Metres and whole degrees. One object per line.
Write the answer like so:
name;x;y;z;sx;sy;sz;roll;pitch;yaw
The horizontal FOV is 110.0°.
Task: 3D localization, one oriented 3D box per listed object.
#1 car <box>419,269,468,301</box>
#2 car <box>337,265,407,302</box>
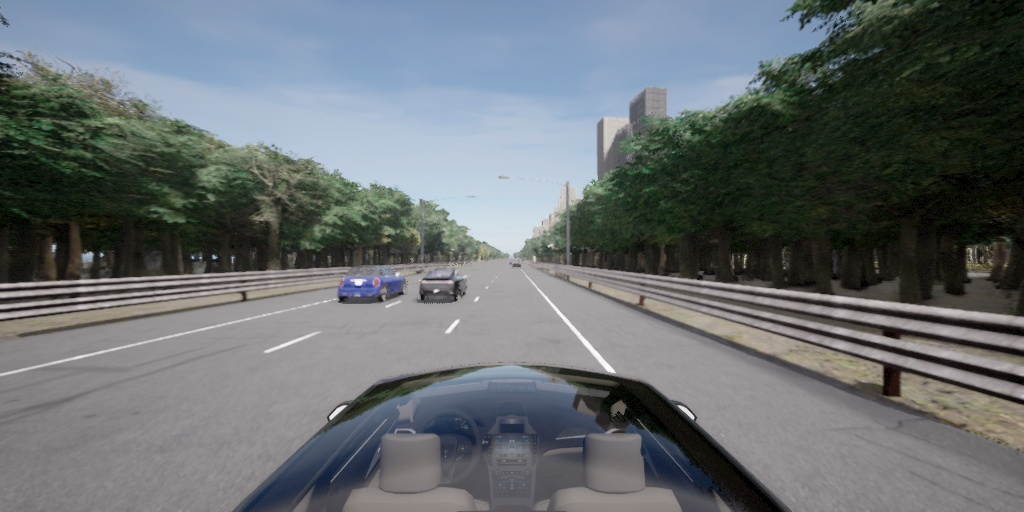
car;-3.400;1.396;18.463;2.128;1.511;4.902;0;-1;0
car;-6.900;1.255;18.238;2.097;1.767;4.553;0;-1;0
